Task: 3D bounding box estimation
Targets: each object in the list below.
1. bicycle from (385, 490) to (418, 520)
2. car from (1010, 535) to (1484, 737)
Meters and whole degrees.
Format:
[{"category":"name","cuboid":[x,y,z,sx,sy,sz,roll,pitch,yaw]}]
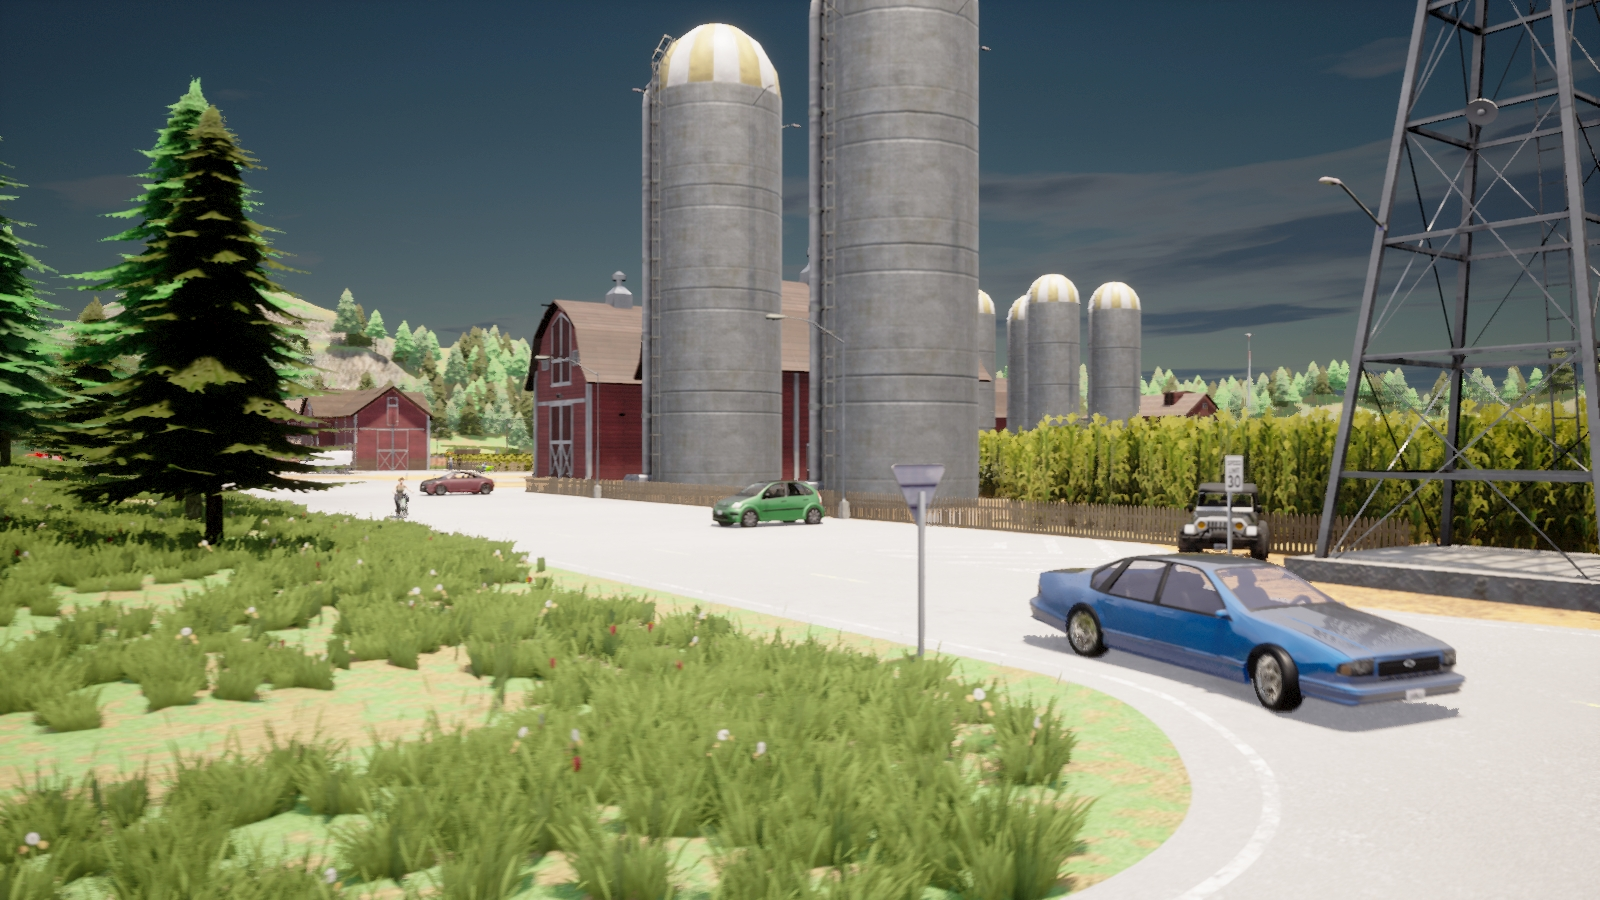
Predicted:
[{"category":"bicycle","cuboid":[-15.480,2.117,44.420,0.859,1.080,1.487,0,0,-34]},{"category":"car","cuboid":[5.009,2.000,13.849,2.033,1.411,5.357,1,1,-26]}]
